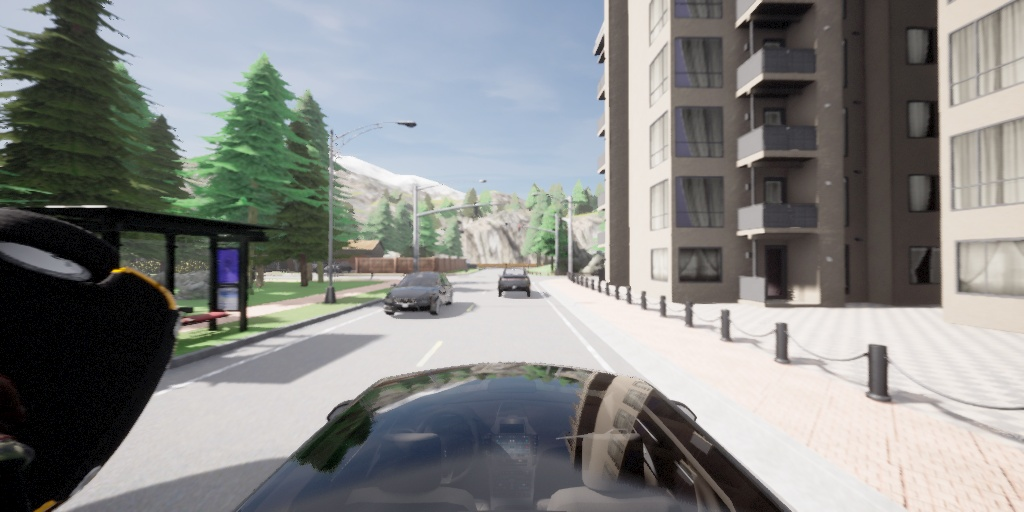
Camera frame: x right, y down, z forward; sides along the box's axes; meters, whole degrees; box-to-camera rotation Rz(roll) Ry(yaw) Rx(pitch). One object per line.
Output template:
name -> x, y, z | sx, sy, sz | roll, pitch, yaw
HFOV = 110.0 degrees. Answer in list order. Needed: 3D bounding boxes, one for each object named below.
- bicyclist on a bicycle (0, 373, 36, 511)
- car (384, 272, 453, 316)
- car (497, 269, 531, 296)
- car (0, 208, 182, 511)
bicyclist on a bicycle -> -2.755, 1.242, 1.788 | 1.656, 1.620, 0.582 | -3, 5, 26
car -> -3.559, 1.419, 14.410 | 1.837, 1.490, 4.892 | 0, 0, 0
car -> 0.135, 1.501, 21.491 | 2.128, 1.511, 4.902 | 0, -1, 0
car -> -4.635, 0.070, 1.436 | 1.535, 1.882, 5.008 | -18, -39, 28
